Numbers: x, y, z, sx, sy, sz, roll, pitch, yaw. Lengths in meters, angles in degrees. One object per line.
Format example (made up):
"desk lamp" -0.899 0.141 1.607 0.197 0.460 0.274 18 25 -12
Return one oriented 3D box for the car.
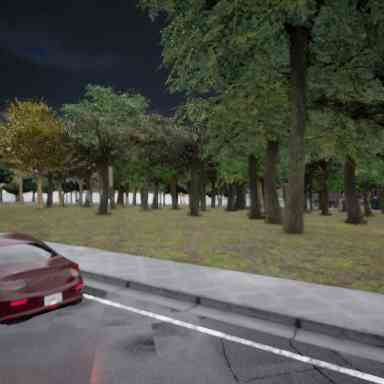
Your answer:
"car" -4.055 1.529 6.566 4.674 1.442 1.812 0 0 35
